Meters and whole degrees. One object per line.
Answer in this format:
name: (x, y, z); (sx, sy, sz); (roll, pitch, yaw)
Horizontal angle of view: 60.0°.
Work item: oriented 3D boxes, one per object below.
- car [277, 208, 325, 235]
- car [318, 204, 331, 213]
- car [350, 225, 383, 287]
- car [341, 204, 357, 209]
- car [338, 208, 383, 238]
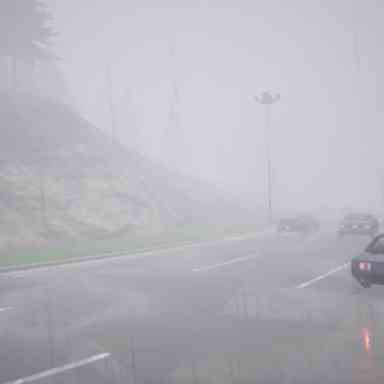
car: (7.163, 2.021, 22.237); (1.812, 1.442, 4.674); (-2, -2, 34)
car: (21.014, 2.644, 52.879); (1.994, 1.385, 4.181); (-2, -2, 20)
car: (5.911, 1.746, 8.964); (1.895, 1.301, 4.718); (-2, -2, 41)
car: (24.187, 2.571, 51.297); (1.895, 1.301, 4.718); (-2, -2, 19)
car: (9.948, 1.913, 19.683); (2.033, 1.411, 5.357); (-2, -2, 32)
